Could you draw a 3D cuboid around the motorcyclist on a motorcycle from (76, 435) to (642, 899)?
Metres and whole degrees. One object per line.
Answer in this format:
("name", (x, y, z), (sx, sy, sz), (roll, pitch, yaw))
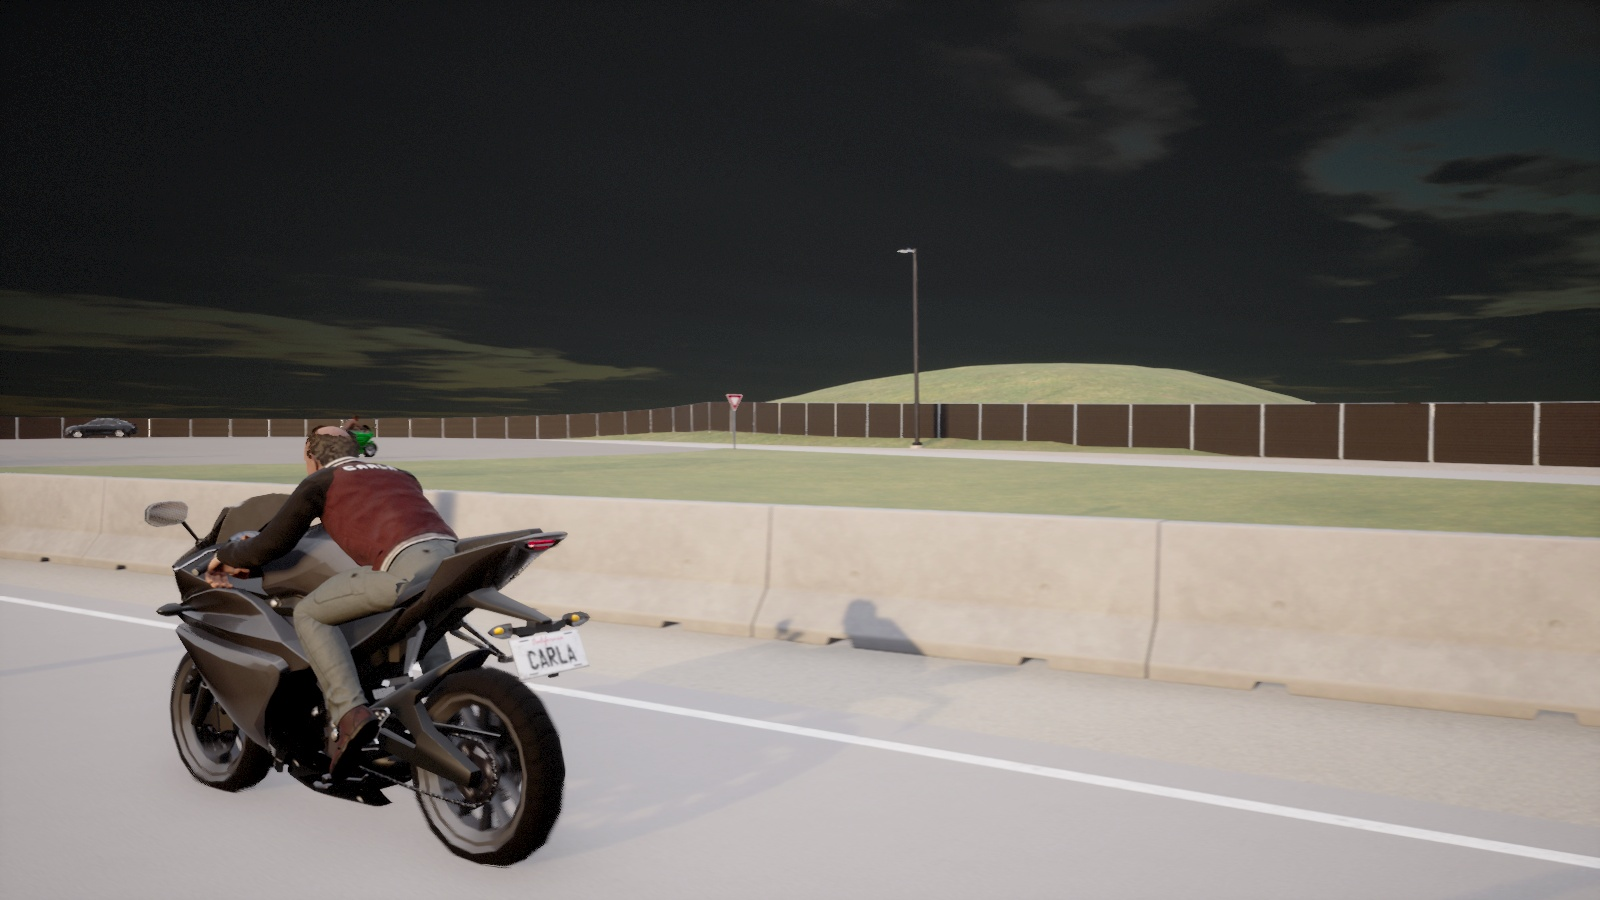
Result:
("motorcyclist on a motorcycle", (-1.731, 0.718, 4.775), (2.191, 1.530, 0.866), (0, 1, 34))

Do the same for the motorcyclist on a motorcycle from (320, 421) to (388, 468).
("motorcyclist on a motorcycle", (-15.121, -0.185, 42.608), (0.797, 1.523, 2.044), (-1, 1, 34))
